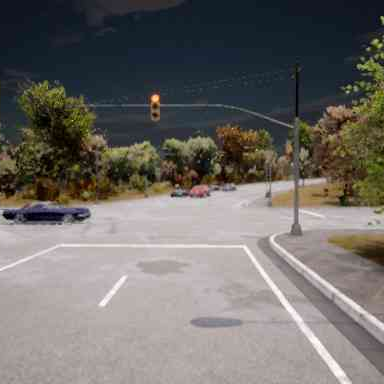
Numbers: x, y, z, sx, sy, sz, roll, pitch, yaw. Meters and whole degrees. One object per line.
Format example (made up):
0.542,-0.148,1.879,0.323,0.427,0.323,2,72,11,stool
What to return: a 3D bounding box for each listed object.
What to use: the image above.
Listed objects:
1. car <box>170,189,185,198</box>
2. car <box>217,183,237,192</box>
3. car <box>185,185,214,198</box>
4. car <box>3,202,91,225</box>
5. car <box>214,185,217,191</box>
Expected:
-1.993,0.238,56.774,2.033,1.411,5.357,0,3,21,car
7.725,-0.987,69.768,2.097,1.767,4.553,1,5,28,car
1.322,-0.069,55.591,2.150,2.045,5.566,0,3,21,car
-8.663,1.258,20.220,4.718,1.301,1.895,0,1,3,car
4.392,-0.806,70.967,2.128,1.511,4.902,1,5,28,car
